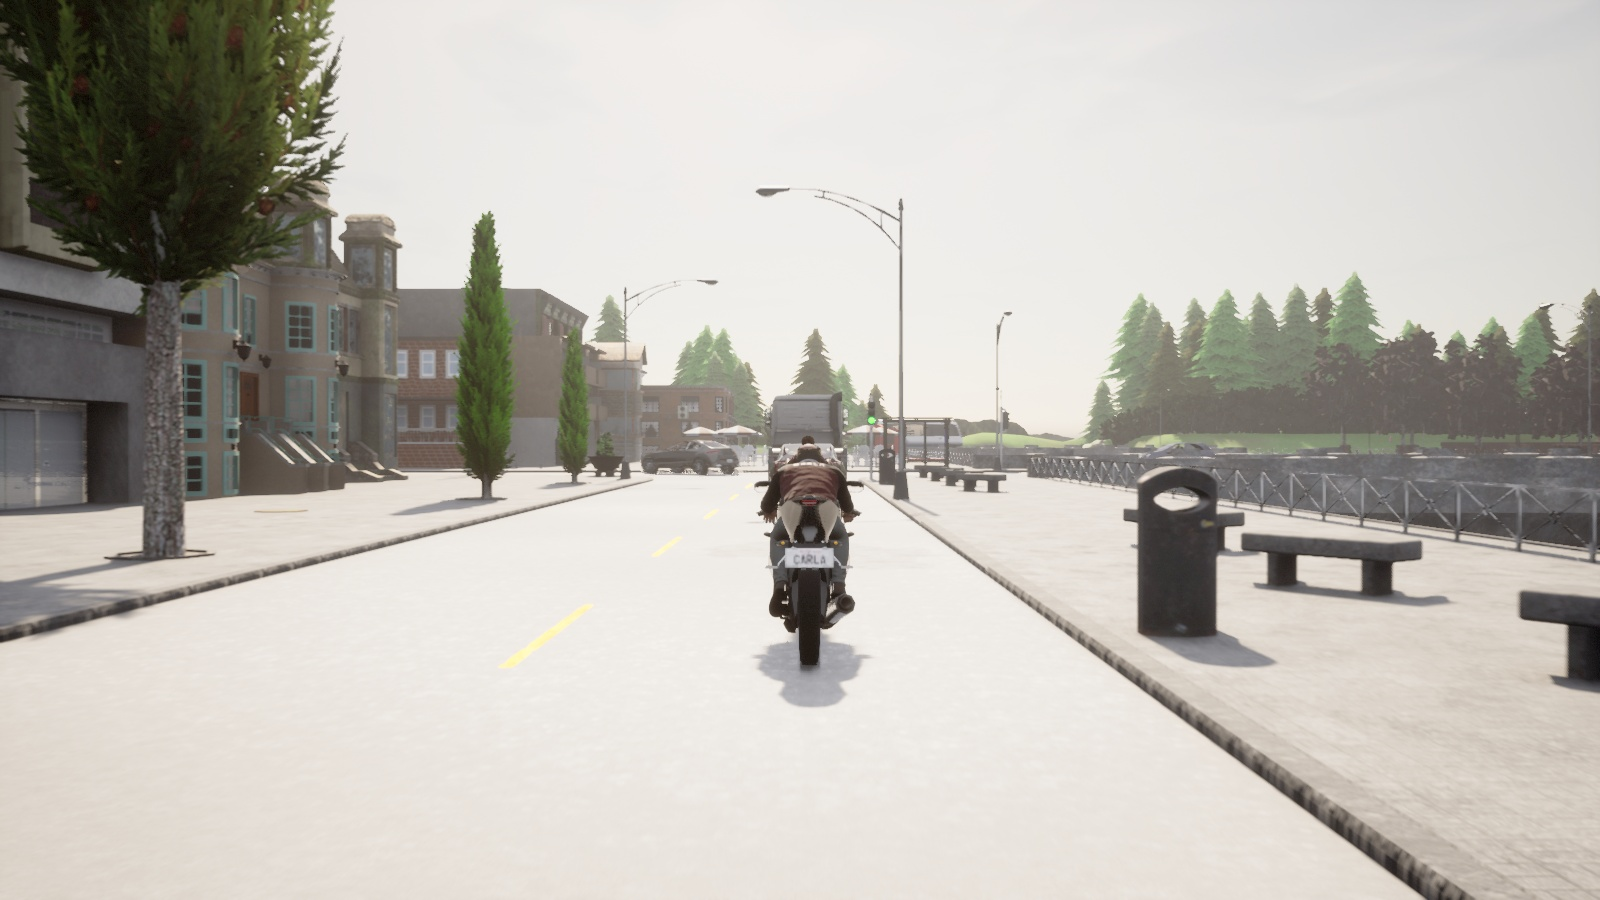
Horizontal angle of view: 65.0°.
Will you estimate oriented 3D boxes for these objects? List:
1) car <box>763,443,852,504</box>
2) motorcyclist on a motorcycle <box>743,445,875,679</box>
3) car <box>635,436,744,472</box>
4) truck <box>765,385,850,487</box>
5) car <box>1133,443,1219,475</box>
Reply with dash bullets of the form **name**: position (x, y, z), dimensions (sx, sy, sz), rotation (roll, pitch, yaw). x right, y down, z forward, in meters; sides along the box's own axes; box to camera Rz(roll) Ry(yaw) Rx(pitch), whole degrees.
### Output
- **car**: position (0.199, 0.560, 33.141), dimensions (2.163, 1.488, 4.792), rotation (0, 0, 0)
- **motorcyclist on a motorcycle**: position (0.067, 0.729, 9.323), dimensions (0.866, 1.530, 2.191), rotation (0, 0, 0)
- **car**: position (-5.265, 0.185, 59.616), dimensions (5.027, 1.651, 2.152), rotation (0, 0, 38)
- **truck**: position (0.265, -0.499, 46.855), dimensions (2.891, 3.462, 7.936), rotation (0, 0, 0)
- **car**: position (18.276, 0.431, 61.087), dimensions (3.633, 1.501, 1.845), rotation (0, 0, 0)
